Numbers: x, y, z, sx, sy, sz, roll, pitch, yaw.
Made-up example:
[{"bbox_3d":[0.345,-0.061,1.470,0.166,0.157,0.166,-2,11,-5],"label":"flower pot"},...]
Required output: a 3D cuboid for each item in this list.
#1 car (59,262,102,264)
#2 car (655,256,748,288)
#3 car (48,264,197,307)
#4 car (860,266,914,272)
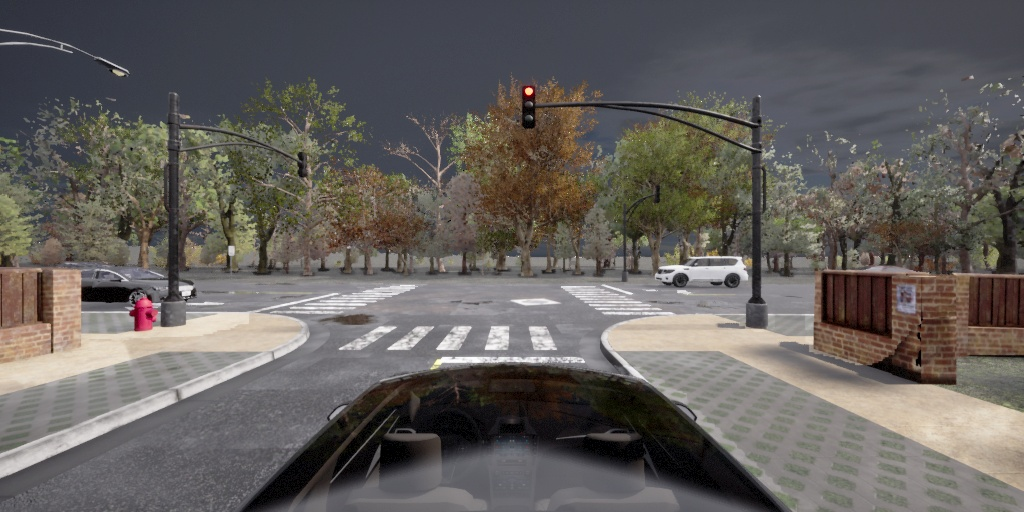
[{"bbox_3d":[-29.079,1.141,23.882,4.902,1.511,2.128,0,0,0],"label":"car"},{"bbox_3d":[12.560,1.028,23.900,5.566,2.045,2.150,0,0,2],"label":"car"},{"bbox_3d":[-15.118,1.183,13.946,4.902,1.511,2.128,0,0,0],"label":"car"},{"bbox_3d":[24.501,1.372,23.939,4.674,1.442,1.812,0,0,0],"label":"car"}]
